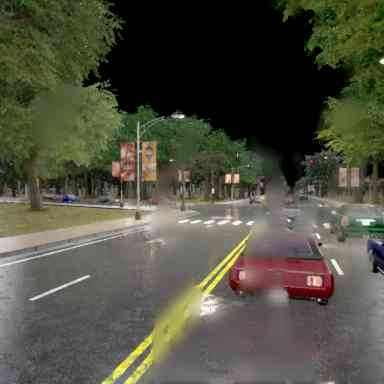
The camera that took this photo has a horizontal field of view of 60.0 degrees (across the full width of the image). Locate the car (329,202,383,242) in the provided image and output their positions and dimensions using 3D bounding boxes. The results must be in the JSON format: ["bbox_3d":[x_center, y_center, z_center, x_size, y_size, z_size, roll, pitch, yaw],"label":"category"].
[{"bbox_3d":[8.010,1.352,16.197,2.097,1.767,4.553,0,0,17],"label":"car"}]

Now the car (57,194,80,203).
[{"bbox_3d":[-23.957,1.266,65.412,5.008,1.535,1.882,0,0,40],"label":"car"}]

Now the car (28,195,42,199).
[{"bbox_3d":[-34.897,1.246,74.577,4.902,1.511,2.128,0,0,40],"label":"car"}]

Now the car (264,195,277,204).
[{"bbox_3d":[15.228,1.553,62.609,2.033,1.411,5.357,0,0,18],"label":"car"}]

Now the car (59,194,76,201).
[{"bbox_3d":[-29.463,1.259,78.504,4.674,1.442,1.812,0,0,40],"label":"car"}]

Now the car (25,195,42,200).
[{"bbox_3d":[-39.304,1.295,82.508,4.718,1.301,1.895,0,0,40],"label":"car"}]

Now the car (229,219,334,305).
[{"bbox_3d":[2.222,1.601,8.185,1.895,1.301,4.718,0,0,17],"label":"car"}]

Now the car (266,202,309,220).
[{"bbox_3d":[4.873,1.505,17.057,1.837,1.490,4.892,0,0,17],"label":"car"}]

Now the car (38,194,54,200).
[{"bbox_3d":[-37.337,1.223,85.100,4.674,1.442,1.812,0,0,40],"label":"car"}]

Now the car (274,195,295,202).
[{"bbox_3d":[15.436,1.606,54.106,1.895,1.301,4.718,0,0,30],"label":"car"}]

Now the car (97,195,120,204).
[{"bbox_3d":[-14.406,1.339,57.295,4.902,1.511,2.128,0,0,40],"label":"car"}]

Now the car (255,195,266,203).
[{"bbox_3d":[15.073,1.486,73.094,1.882,1.535,5.008,0,0,17],"label":"car"}]

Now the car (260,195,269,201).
[{"bbox_3d":[18.069,1.534,82.912,1.812,1.442,4.674,0,0,17],"label":"car"}]

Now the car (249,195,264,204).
[{"bbox_3d":[12.151,1.553,63.643,2.033,1.411,5.357,0,0,18],"label":"car"}]

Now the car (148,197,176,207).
[{"bbox_3d":[-4.503,1.437,48.992,4.674,1.442,1.812,0,0,40],"label":"car"}]

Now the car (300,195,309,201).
[{"bbox_3d":[30.400,1.519,89.918,1.837,1.490,4.892,0,0,17],"label":"car"}]

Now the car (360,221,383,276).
[{"bbox_3d":[5.432,1.601,7.585,1.895,1.301,4.718,0,0,16],"label":"car"}]

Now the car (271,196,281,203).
[{"bbox_3d":[18.267,1.603,72.422,1.895,1.301,4.718,0,0,17],"label":"car"}]

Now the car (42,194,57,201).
[{"bbox_3d":[-31.320,1.262,75.820,4.902,1.511,2.128,0,0,40],"label":"car"}]

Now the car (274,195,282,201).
[{"bbox_3d":[21.292,1.488,82.341,1.882,1.535,5.008,0,0,17],"label":"car"}]
